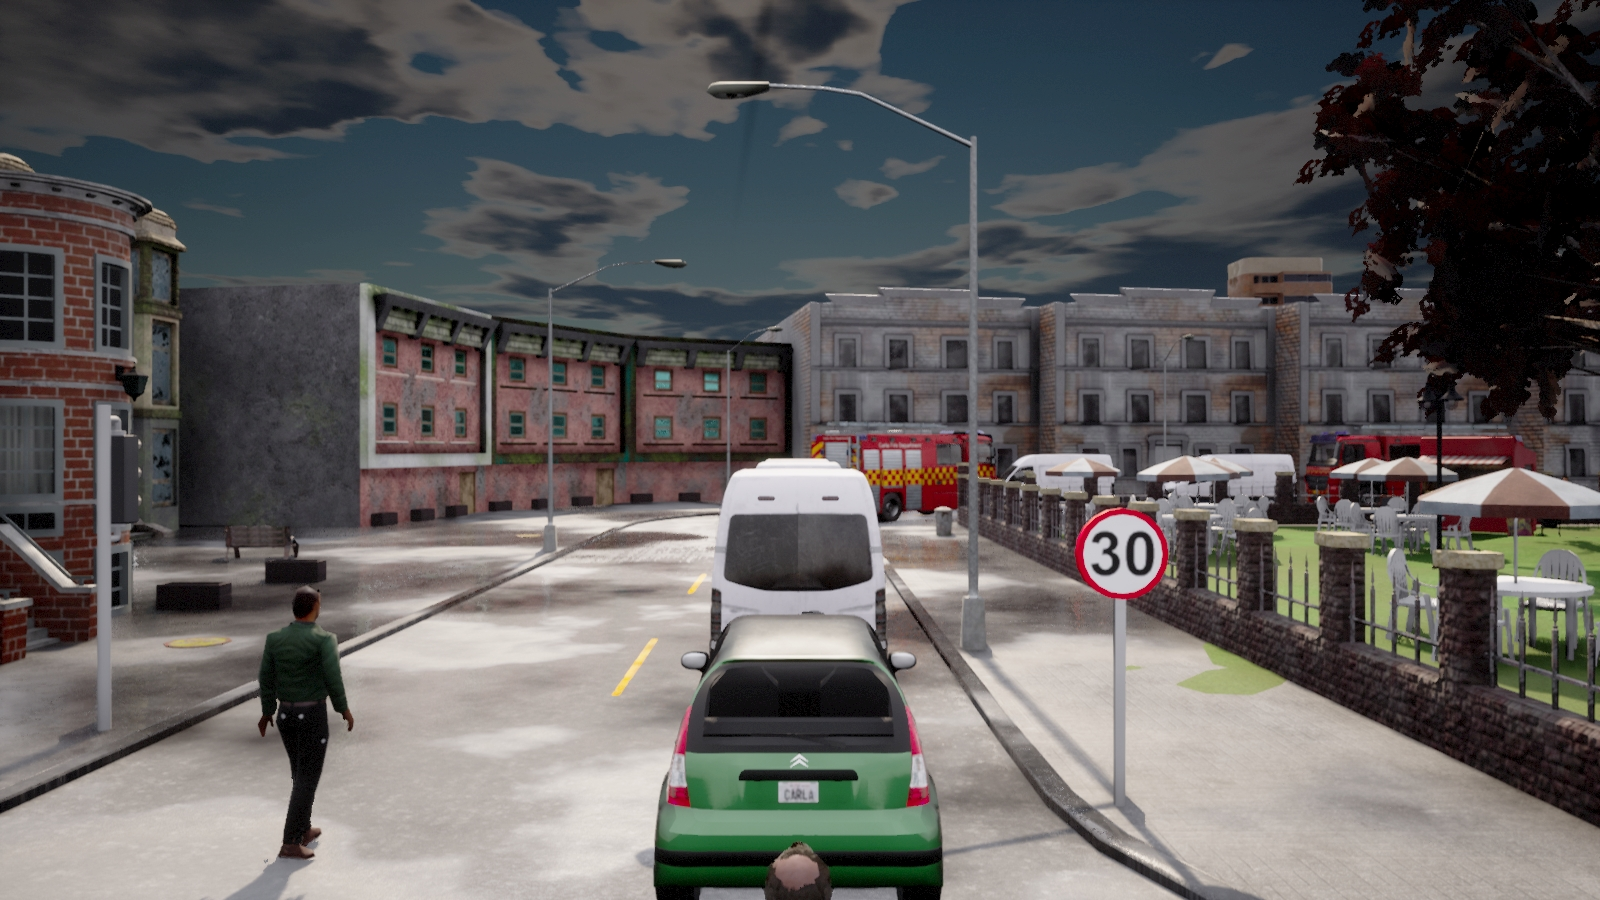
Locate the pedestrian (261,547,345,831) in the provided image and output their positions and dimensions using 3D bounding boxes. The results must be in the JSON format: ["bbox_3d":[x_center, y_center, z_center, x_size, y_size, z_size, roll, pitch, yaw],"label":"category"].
[{"bbox_3d":[-3.420,1.617,7.870,0.375,1.860,0.375,0,0,14],"label":"pedestrian"}]

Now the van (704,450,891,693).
[{"bbox_3d":[-0.025,1.295,15.104,1.988,2.561,5.915,0,0,0],"label":"van"}]

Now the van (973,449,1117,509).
[{"bbox_3d":[10.768,1.253,50.429,5.915,2.561,1.988,0,0,0],"label":"van"}]

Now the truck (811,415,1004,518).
[{"bbox_3d":[4.502,0.615,46.245,8.468,3.827,2.891,0,0,-43],"label":"truck"}]

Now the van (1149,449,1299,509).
[{"bbox_3d":[18.656,1.253,50.451,5.915,2.561,1.988,0,0,0],"label":"van"}]

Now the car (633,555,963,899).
[{"bbox_3d":[-0.015,1.768,8.403,1.851,1.617,3.988,0,0,0],"label":"car"}]

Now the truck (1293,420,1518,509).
[{"bbox_3d":[26.739,0.609,50.711,8.468,3.827,2.891,0,0,0],"label":"truck"}]
